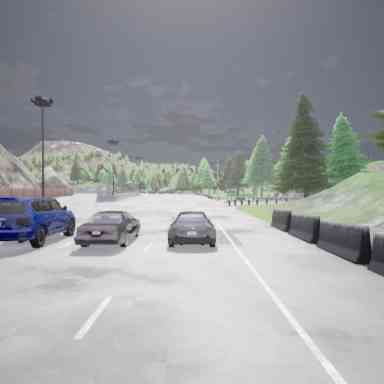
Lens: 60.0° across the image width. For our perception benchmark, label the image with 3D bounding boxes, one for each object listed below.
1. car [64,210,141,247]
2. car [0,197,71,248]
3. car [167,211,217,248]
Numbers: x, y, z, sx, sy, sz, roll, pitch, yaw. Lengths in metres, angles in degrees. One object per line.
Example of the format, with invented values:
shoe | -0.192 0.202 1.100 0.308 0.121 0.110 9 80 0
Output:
car | -3.500 1.518 14.646 2.033 1.411 5.357 0 0 0
car | -7.000 1.211 14.674 2.150 2.045 5.566 0 0 0
car | 0.000 1.527 14.647 1.994 1.385 4.181 0 0 0
